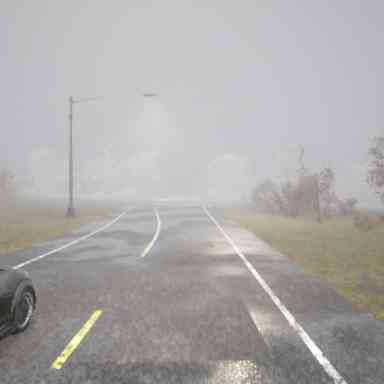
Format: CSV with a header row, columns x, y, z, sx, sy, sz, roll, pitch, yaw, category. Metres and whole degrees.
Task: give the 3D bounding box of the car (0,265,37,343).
x,y,z,sx,sy,sz,roll,pitch,yaw,category
-3.622,1.564,3.949,1.994,1.385,4.181,0,0,0,car
